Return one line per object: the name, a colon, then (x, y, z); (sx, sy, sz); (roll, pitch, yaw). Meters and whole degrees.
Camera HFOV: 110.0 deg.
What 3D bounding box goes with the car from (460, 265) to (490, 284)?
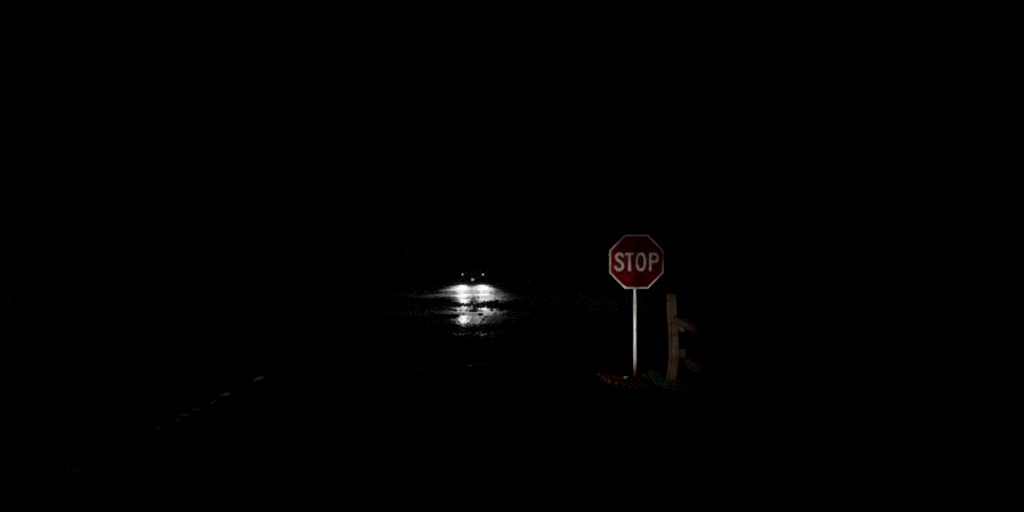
car: (-2.751, 1.353, 27.332); (1.895, 1.301, 4.718); (0, 0, 0)
